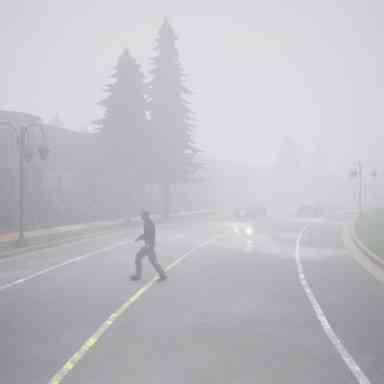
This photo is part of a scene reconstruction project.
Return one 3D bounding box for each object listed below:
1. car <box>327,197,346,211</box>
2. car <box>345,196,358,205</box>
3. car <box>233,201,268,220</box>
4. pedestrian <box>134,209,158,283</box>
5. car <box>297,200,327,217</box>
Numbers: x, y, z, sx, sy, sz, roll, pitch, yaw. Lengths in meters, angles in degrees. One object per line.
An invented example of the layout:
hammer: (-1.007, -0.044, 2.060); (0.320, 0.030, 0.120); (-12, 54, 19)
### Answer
car: (17.449, 1.601, 41.537); (1.895, 1.301, 4.718); (0, 0, 36)
car: (28.880, 1.497, 60.959); (2.128, 1.511, 4.902); (0, 0, 44)
car: (5.026, 1.491, 28.101); (2.128, 1.511, 4.902); (0, 0, 28)
pedestrian: (-1.137, 1.294, 8.236); (0.375, 1.860, 0.375); (0, 0, 11)
car: (11.378, 1.526, 31.955); (1.812, 1.442, 4.674); (0, 0, 30)
